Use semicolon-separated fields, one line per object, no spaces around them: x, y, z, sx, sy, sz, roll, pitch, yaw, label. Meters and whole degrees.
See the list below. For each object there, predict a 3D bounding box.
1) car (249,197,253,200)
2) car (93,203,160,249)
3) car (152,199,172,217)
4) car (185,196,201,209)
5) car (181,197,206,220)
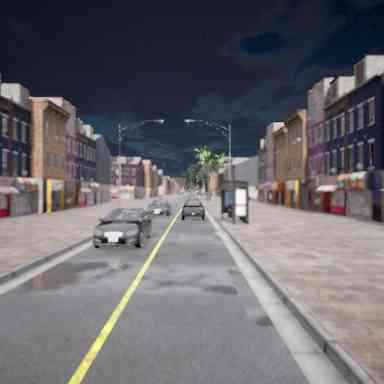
12.365;1.331;78.868;4.313;1.339;1.947;0;0;0;car
-2.819;1.442;14.381;2.128;1.511;4.902;0;0;0;car
-2.796;1.400;29.679;2.128;1.511;4.902;0;0;0;car
0.108;1.365;45.055;2.128;1.511;4.902;0;0;0;car
0.104;1.408;27.245;2.128;1.511;4.902;0;0;0;car
